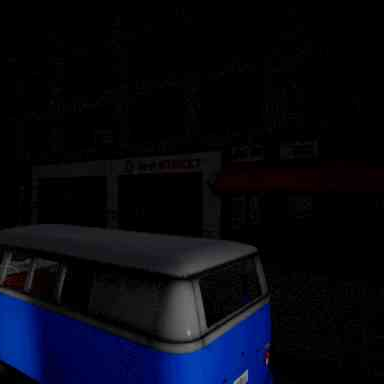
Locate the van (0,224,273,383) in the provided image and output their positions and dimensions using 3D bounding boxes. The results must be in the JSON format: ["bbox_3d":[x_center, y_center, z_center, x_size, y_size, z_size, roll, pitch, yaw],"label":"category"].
[{"bbox_3d":[-1.094,1.341,3.861,3.998,1.788,1.690,0,0,36],"label":"van"}]
